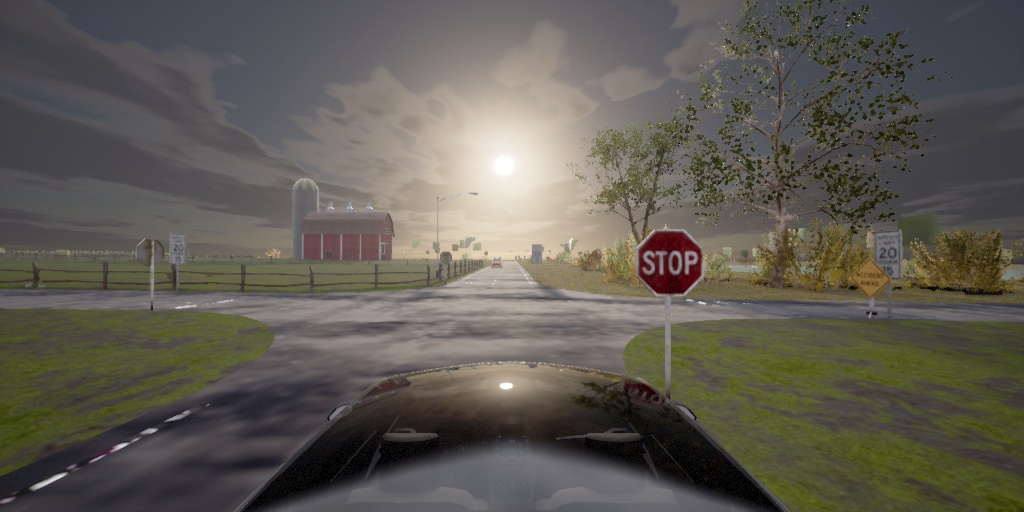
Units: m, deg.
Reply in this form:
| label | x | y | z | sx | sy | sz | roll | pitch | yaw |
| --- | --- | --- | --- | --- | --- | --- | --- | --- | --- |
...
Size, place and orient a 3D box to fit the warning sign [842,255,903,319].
| label | x | y | z | sx | sy | sz | roll | pitch | yaw |
| --- | --- | --- | --- | --- | --- | --- | --- | --- | --- |
| warning sign | 11.501 | 0.997 | 11.470 | 1.060 | 1.860 | 1.300 | 0 | 0 | 0 |
